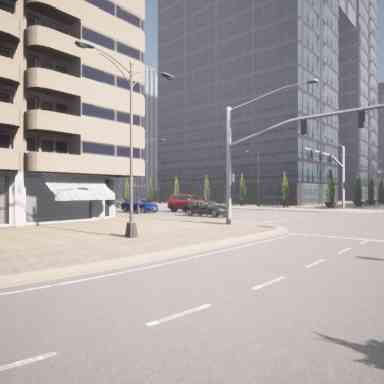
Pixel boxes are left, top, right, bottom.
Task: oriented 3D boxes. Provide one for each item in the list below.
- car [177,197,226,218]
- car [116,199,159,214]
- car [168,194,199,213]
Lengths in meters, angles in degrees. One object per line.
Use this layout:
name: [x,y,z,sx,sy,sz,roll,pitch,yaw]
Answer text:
car: [1.366,1.544,30.925,4.902,1.511,2.128,0,0,41]
car: [-5.854,1.531,37.102,5.008,1.535,1.882,0,0,41]
car: [-0.255,1.275,36.912,5.566,2.045,2.150,0,0,40]
